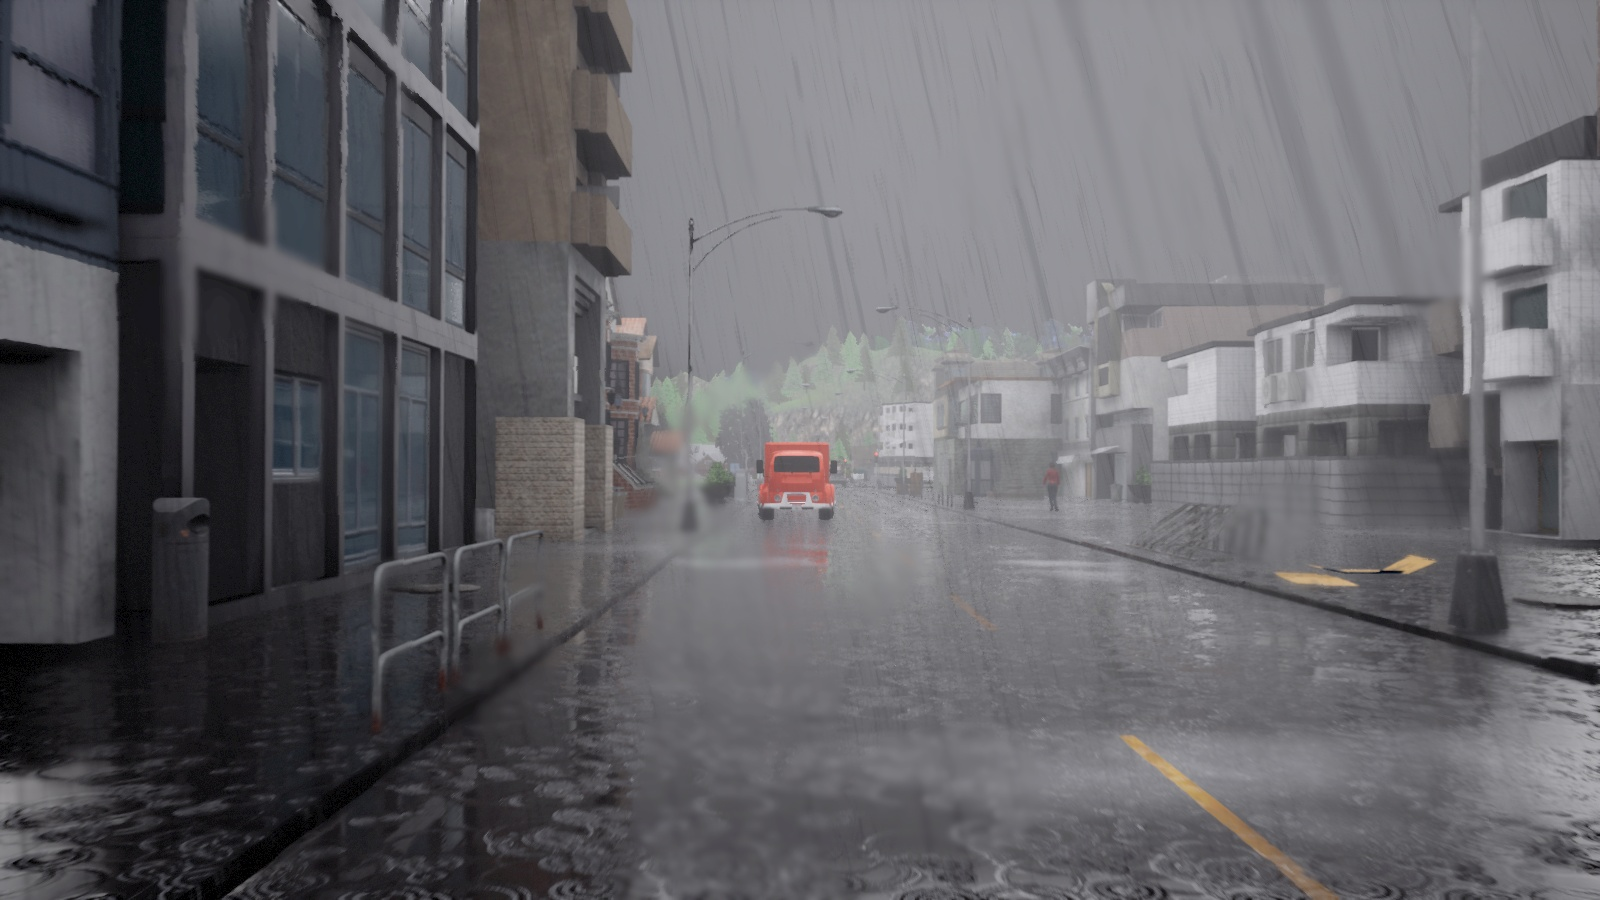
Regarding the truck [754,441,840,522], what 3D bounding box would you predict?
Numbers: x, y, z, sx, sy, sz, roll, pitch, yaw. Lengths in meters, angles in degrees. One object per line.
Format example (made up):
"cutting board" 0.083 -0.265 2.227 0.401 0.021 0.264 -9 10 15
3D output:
"truck" -0.101 0.992 40.894 2.627 2.467 5.204 0 -1 0
